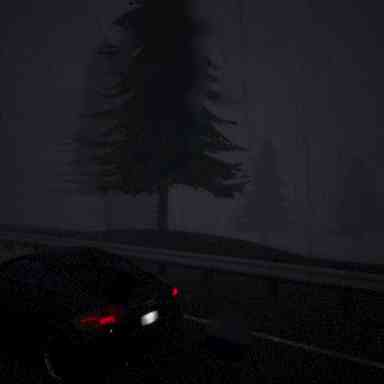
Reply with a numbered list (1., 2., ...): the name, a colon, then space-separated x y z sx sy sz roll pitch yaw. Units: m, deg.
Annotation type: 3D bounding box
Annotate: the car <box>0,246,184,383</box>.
1. car: -2.196 1.603 5.397 4.181 1.385 1.994 -1 0 34
